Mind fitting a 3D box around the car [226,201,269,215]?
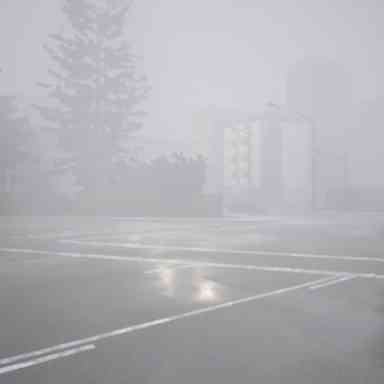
[{"bbox_3d":[5.781,1.631,34.947,1.895,1.301,4.718,0,0,-35],"label":"car"}]
